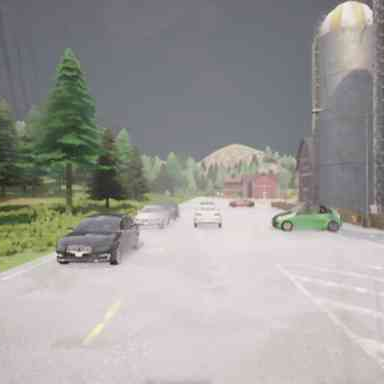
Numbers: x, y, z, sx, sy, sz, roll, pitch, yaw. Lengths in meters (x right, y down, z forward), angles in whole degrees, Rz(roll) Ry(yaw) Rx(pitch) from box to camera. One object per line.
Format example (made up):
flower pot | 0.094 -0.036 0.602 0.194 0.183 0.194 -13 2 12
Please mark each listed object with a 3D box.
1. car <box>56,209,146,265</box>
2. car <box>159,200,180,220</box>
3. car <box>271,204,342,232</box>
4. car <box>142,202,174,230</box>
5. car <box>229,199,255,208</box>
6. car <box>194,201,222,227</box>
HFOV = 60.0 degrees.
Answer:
car | -3.115 1.555 11.918 1.837 1.490 4.892 0 0 3
car | -2.282 1.480 29.509 2.097 1.767 4.553 0 0 3
car | 6.925 1.581 20.401 3.988 1.617 1.851 0 0 2
car | -2.575 1.621 22.112 1.812 1.442 4.674 0 0 3
car | 7.948 1.794 53.397 4.181 1.381 1.994 0 0 2
car | 1.119 1.631 23.584 1.812 1.442 4.674 0 0 3
